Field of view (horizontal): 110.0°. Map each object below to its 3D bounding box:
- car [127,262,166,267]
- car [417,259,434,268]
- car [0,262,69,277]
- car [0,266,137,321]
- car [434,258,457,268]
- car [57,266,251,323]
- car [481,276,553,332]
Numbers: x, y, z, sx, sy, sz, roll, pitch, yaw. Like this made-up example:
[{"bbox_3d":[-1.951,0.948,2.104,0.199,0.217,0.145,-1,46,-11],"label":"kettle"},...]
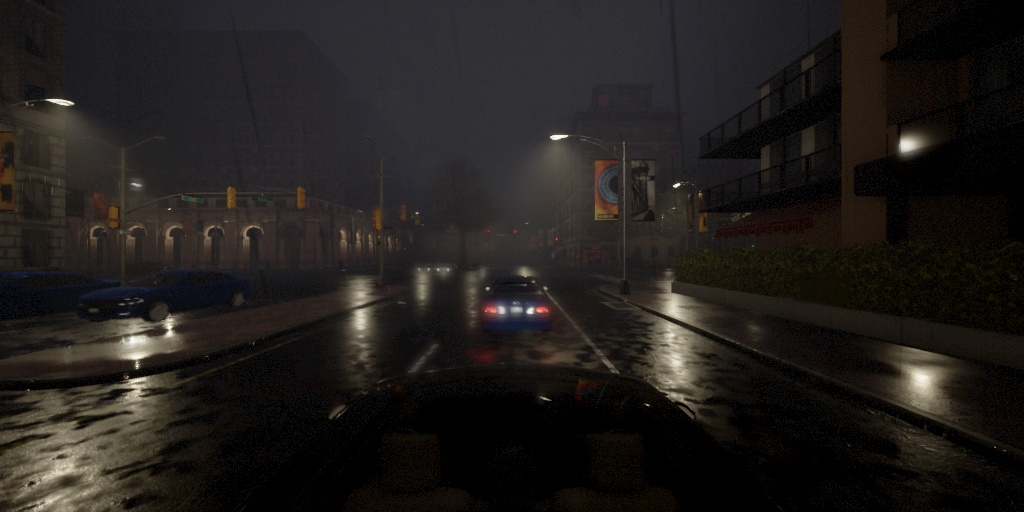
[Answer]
[{"bbox_3d":[-34.881,1.275,34.612,4.674,1.442,1.812,0,0,0],"label":"car"},{"bbox_3d":[-14.518,1.227,61.808,1.882,1.535,5.008,0,0,1],"label":"car"},{"bbox_3d":[-46.133,1.314,34.686,4.181,1.385,1.994,0,0,1],"label":"car"},{"bbox_3d":[-15.030,1.227,10.852,1.882,1.535,5.008,0,0,1],"label":"car"},{"bbox_3d":[-11.052,1.102,59.739,2.097,1.767,4.553,0,0,1],"label":"car"},{"bbox_3d":[-11.515,1.227,12.382,1.882,1.535,5.008,0,0,1],"label":"car"},{"bbox_3d":[0.146,1.297,10.789,2.033,1.411,5.357,0,0,1],"label":"car"}]
